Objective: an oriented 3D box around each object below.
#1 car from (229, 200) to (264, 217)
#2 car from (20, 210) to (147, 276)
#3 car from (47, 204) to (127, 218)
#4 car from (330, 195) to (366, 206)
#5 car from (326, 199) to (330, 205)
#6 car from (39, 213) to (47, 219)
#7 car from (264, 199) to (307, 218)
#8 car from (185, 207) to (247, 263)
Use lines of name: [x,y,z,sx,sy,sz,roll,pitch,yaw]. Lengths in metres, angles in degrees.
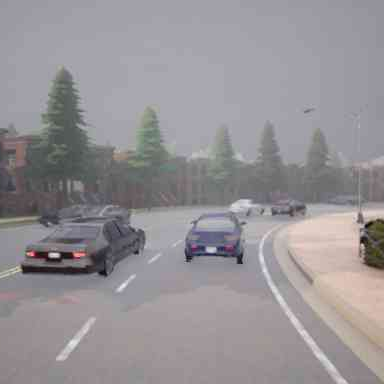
car: [4.962,1.402,29.962,1.812,1.442,4.674,0,0,35]
car: [-2.899,1.505,10.209,2.033,1.411,5.357,0,0,7]
car: [-4.992,1.418,17.700,2.128,1.511,4.902,0,0,17]
car: [23.064,1.303,48.463,4.892,1.490,1.837,0,0,-21]
car: [23.380,1.288,52.297,4.892,1.490,1.837,0,0,-19]
car: [-7.528,1.513,21.376,1.895,1.301,4.718,0,0,20]
car: [8.482,1.372,28.847,2.128,1.511,4.902,0,0,36]
car: [0.931,1.477,11.814,1.812,1.442,4.674,0,0,9]
